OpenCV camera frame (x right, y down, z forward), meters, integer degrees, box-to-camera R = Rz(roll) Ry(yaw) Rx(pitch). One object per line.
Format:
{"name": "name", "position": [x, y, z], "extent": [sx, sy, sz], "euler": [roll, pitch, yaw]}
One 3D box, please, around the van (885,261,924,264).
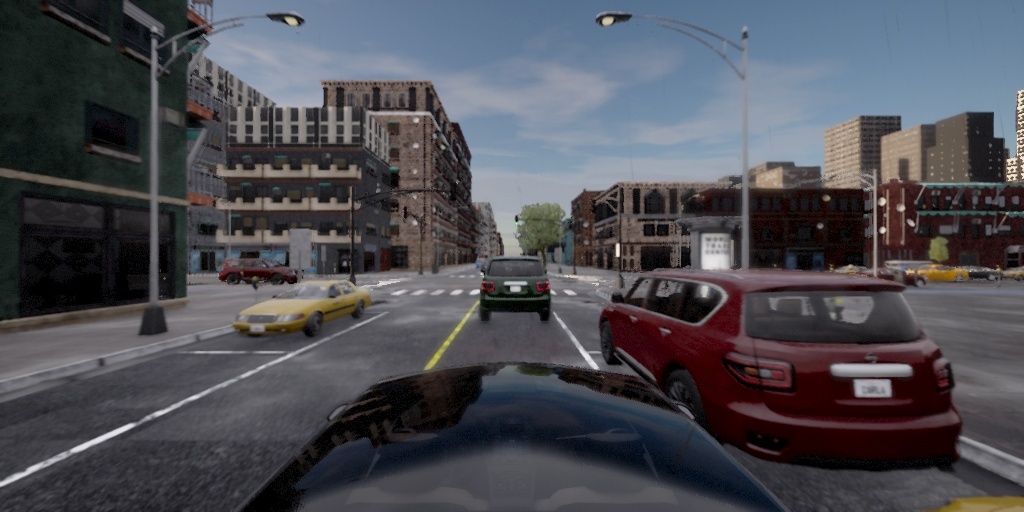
{"name": "van", "position": [37.136, 1.378, 33.595], "extent": [3.998, 1.789, 1.690], "euler": [0, 0, 0]}

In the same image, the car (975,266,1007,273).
{"name": "car", "position": [42.662, 1.616, 33.634], "extent": [4.403, 1.370, 2.007], "euler": [0, 0, 0]}

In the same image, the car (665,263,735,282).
{"name": "car", "position": [16.077, 1.421, 30.858], "extent": [4.902, 1.511, 2.128], "euler": [0, 0, 0]}

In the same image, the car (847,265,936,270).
{"name": "car", "position": [26.147, 1.501, 25.084], "extent": [4.507, 1.381, 1.888], "euler": [0, 0, 0]}

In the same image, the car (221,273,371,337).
{"name": "car", "position": [-5.692, 1.306, 10.428], "extent": [1.751, 1.417, 4.829], "euler": [0, 0, 0]}

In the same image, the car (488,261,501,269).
{"name": "car", "position": [-3.026, 1.564, 63.054], "extent": [2.033, 1.411, 5.357], "euler": [0, 0, 1]}

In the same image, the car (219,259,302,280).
{"name": "car", "position": [-17.277, 1.094, 24.828], "extent": [5.009, 1.841, 2.192], "euler": [0, 0, 0]}

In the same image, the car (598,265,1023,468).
{"name": "car", "position": [2.690, 1.076, 5.057], "extent": [2.192, 1.841, 5.009], "euler": [0, 0, 0]}

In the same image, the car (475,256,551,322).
{"name": "car", "position": [0.102, 1.011, 12.642], "extent": [2.150, 2.045, 5.566], "euler": [0, 0, 0]}

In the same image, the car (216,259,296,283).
{"name": "car", "position": [-19.462, 1.133, 27.404], "extent": [4.553, 1.767, 2.097], "euler": [0, 0, 0]}

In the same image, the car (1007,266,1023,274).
{"name": "car", "position": [48.017, 1.620, 33.672], "extent": [4.829, 1.417, 1.751], "euler": [0, 0, 0]}

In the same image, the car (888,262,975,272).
{"name": "car", "position": [36.131, 1.501, 30.986], "extent": [5.008, 1.535, 1.882], "euler": [0, 0, 0]}

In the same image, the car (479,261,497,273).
{"name": "car", "position": [-3.088, 1.426, 47.162], "extent": [2.128, 1.511, 4.902], "euler": [0, 0, 0]}
